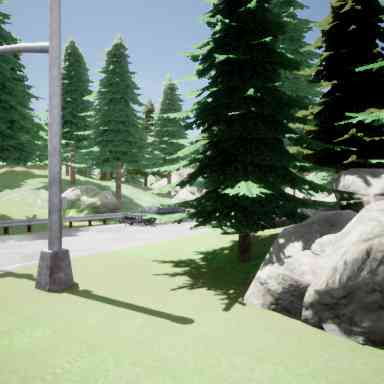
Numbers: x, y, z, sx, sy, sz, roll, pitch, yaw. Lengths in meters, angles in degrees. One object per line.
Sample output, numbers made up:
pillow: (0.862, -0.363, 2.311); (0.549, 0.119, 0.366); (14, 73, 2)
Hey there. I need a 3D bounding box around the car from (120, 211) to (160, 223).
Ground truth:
car: (-2.548, 1.564, 23.644); (2.033, 1.411, 5.357); (0, 0, 35)
